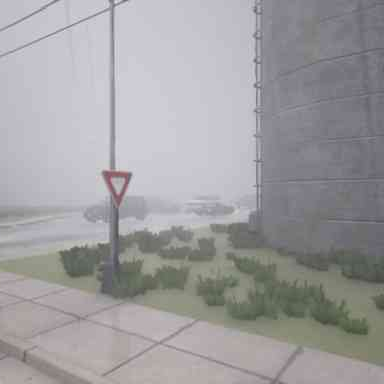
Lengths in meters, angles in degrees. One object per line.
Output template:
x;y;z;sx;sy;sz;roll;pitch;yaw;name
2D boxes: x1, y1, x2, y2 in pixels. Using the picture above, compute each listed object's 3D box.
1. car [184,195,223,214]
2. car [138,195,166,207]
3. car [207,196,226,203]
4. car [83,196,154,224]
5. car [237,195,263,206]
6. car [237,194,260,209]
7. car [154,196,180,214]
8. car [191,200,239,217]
1.393;1.303;36.770;2.150;2.045;5.566;0;0;33;car
-6.768;1.463;55.859;4.605;1.855;1.932;0;0;34;car
5.525;1.674;74.681;3.905;1.438;1.784;0;0;34;car
-5.753;1.304;25.891;2.150;2.045;5.566;0;-1;33;car
9.911;1.410;57.011;3.866;1.878;1.905;0;0;34;car
8.052;1.303;46.825;2.150;2.045;5.566;0;0;34;car
-3.485;1.577;36.850;4.611;1.667;2.242;0;0;34;car
2.255;1.665;31.355;1.895;1.301;4.718;0;0;34;car
